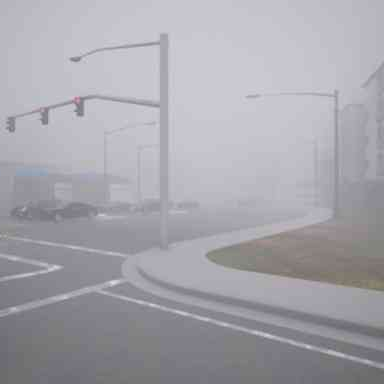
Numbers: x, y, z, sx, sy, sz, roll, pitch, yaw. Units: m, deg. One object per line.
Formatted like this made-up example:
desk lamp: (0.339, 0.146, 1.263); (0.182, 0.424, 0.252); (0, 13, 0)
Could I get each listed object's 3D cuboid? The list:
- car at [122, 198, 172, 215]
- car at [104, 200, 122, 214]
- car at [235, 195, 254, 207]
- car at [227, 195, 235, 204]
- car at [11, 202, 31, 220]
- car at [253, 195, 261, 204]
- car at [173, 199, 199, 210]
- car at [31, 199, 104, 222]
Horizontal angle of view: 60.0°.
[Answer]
car: (-4.650, 1.525, 34.948); (2.128, 1.511, 4.902); (0, 0, 30)
car: (-8.164, 1.602, 35.874); (1.994, 1.385, 4.181); (0, 0, 31)
car: (8.312, 1.598, 53.136); (1.994, 1.385, 4.181); (0, 0, 5)
car: (8.052, 1.394, 63.093); (2.097, 1.767, 4.553); (0, 0, -8)
car: (-13.088, 1.390, 28.771); (2.097, 1.767, 4.553); (0, 0, 36)
car: (11.502, 1.390, 63.320); (2.097, 1.767, 4.553); (0, 0, -8)
car: (-0.498, 1.637, 44.228); (1.895, 1.301, 4.718); (0, 0, 16)
car: (-9.969, 1.511, 27.102); (1.882, 1.535, 5.008); (0, 0, 36)
